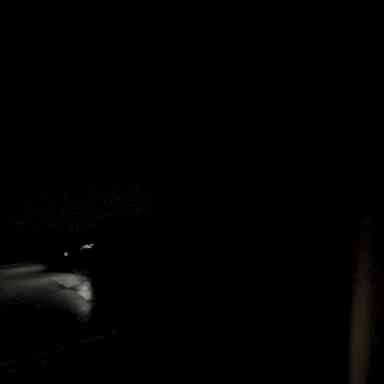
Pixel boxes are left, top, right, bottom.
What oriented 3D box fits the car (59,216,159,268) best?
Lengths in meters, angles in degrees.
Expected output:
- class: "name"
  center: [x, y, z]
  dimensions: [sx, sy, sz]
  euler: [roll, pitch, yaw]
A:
- class: "car"
  center: [-2.282, 1.597, 11.826]
  dimensions: [1.812, 1.442, 4.674]
  euler: [0, 0, 41]
